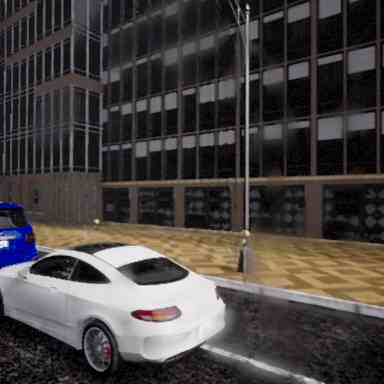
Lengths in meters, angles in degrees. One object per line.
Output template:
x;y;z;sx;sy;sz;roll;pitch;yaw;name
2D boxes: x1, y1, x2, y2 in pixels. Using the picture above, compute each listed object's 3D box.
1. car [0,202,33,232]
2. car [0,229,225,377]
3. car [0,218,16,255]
-6.511;1.299;9.218;5.566;2.045;2.150;0;-1;37;car
-1.675;1.584;5.615;4.674;1.442;1.812;0;-1;37;car
-8.984;1.688;13.285;4.206;1.307;1.802;0;-1;37;car
